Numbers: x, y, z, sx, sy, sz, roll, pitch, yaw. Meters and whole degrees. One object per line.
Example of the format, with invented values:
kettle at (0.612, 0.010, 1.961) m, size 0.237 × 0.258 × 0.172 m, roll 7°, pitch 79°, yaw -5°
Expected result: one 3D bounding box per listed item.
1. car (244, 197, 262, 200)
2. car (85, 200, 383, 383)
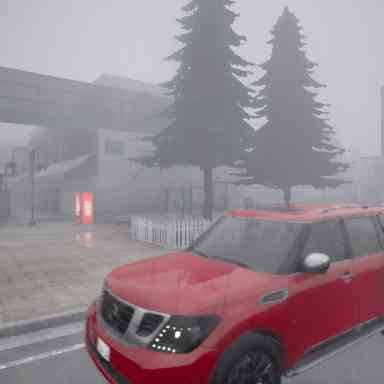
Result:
car at (6.575, 1.339, 34.984) m, size 2.097 × 1.767 × 4.553 m, roll 0°, pitch 0°, yaw -34°
car at (1.374, 1.221, 4.927) m, size 5.566 × 2.045 × 2.150 m, roll 0°, pitch 0°, yaw -35°
